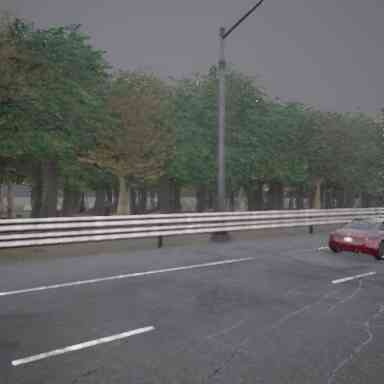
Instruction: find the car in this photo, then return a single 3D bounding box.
[{"bbox_3d":[7.327,1.709,13.144,4.181,1.385,1.994,1,0,-33],"label":"car"}]
